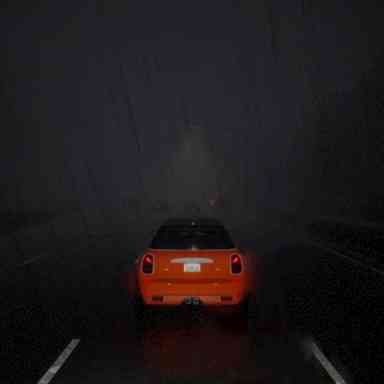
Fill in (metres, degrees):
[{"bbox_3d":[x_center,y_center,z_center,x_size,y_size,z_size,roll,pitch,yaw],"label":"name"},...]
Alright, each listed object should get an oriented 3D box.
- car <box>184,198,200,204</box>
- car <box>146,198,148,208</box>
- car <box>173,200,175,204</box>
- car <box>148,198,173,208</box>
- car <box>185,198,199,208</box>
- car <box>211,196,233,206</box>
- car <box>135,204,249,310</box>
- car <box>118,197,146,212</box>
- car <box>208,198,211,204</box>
[{"bbox_3d":[0.009,1.570,38.239,1.895,1.301,4.718,0,0,0],"label":"car"},{"bbox_3d":[-6.988,1.525,48.226,1.994,1.385,4.181,0,0,0],"label":"car"},{"bbox_3d":[-3.488,1.561,48.258,1.895,1.301,4.718,0,0,0],"label":"car"},{"bbox_3d":[-3.491,1.447,37.793,1.882,1.535,5.008,0,0,0],"label":"car"},{"bbox_3d":[0.012,1.561,48.287,1.895,1.301,4.718,0,0,0],"label":"car"},{"bbox_3d":[3.509,1.447,37.792,1.882,1.535,5.008,0,0,0],"label":"car"},{"bbox_3d":[0.002,1.346,7.968,2.097,1.767,4.553,0,0,0],"label":"car"},{"bbox_3d":[-6.991,1.321,38.147,2.097,1.767,4.553,0,0,0],"label":"car"},{"bbox_3d":[3.512,1.313,48.179,2.097,1.767,4.553,0,0,0],"label":"car"}]
